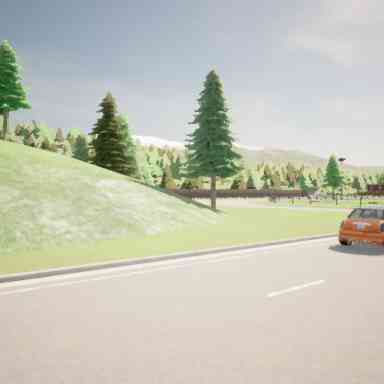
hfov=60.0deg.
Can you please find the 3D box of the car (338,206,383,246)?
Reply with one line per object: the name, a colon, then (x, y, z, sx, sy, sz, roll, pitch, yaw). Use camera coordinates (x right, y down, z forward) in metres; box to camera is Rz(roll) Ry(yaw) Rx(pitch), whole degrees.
car: (8.244, 1.363, 14.049, 4.553, 1.767, 2.097, 0, 0, -35)
